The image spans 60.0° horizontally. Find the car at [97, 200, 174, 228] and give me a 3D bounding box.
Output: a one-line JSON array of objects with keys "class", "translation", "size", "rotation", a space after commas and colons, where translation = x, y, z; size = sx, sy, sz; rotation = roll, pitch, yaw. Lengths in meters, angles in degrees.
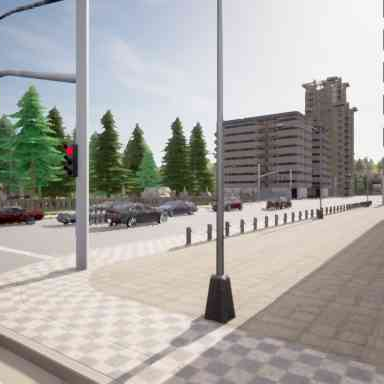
[{"class": "car", "translation": [-3.647, 1.505, 22.283], "size": [1.837, 1.490, 4.892], "rotation": [0, 0, 35]}]

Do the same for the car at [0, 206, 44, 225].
[{"class": "car", "translation": [-12.580, 1.601, 22.230], "size": [1.895, 1.301, 4.718], "rotation": [0, 0, 37]}]

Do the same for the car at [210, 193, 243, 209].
[{"class": "car", "translation": [4.891, 1.221, 46.629], "size": [2.150, 2.045, 5.566], "rotation": [0, 0, 36]}]

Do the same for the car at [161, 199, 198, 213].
[{"class": "car", "translation": [-1.356, 1.564, 37.924], "size": [1.994, 1.385, 4.181], "rotation": [0, 0, 35]}]

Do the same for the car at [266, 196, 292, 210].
[{"class": "car", "translation": [11.513, 1.351, 43.595], "size": [2.097, 1.767, 4.553], "rotation": [0, 0, 35]}]

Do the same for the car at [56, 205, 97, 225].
[{"class": "car", "translation": [-7.156, 1.601, 23.734], "size": [1.895, 1.301, 4.718], "rotation": [0, 0, 35]}]

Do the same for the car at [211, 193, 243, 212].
[{"class": "car", "translation": [4.246, 1.352, 39.734], "size": [2.097, 1.767, 4.553], "rotation": [0, 0, 36]}]

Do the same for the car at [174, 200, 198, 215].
[{"class": "car", "translation": [-1.558, 1.547, 31.595], "size": [2.033, 1.411, 5.357], "rotation": [0, 0, 36]}]
